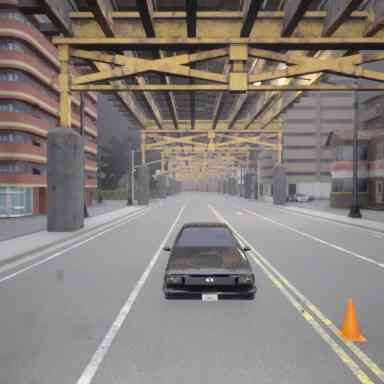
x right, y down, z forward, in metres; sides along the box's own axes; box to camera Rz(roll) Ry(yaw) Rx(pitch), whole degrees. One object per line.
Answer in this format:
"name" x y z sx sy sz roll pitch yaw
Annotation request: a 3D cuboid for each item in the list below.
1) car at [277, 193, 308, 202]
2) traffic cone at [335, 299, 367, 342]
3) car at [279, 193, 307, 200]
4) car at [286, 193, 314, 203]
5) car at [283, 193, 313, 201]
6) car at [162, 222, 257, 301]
"car" 17.807 0.958 59.020 4.974 1.542 2.038 0 1 25
"traffic cone" 2.453 1.949 5.141 0.340 0.580 0.340 0 0 0
"car" 17.854 0.800 58.997 4.536 1.218 1.853 0 1 25
"car" 17.459 1.005 54.864 4.974 1.542 2.038 0 1 -20
"car" 17.508 0.847 54.880 4.536 1.218 1.853 0 1 -20
"car" 0.361 1.533 8.748 2.033 1.411 5.357 0 0 1
